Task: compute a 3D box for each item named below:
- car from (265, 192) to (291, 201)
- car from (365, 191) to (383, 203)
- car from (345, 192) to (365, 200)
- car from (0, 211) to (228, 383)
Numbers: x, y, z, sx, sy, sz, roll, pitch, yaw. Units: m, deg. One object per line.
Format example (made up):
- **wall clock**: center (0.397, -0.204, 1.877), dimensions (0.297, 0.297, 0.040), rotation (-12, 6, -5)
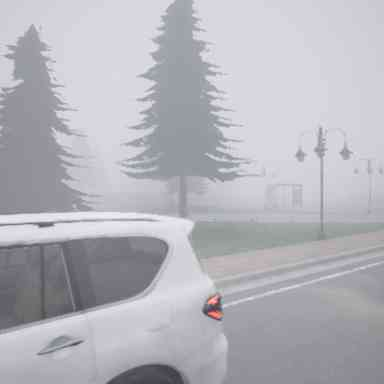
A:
- **car**: center (16.169, 0.915, 64.442), dimensions (2.007, 1.523, 4.514), rotation (-1, 0, -36)
- **car**: center (29.415, 0.935, 51.027), dimensions (1.970, 1.475, 3.806), rotation (-1, 0, -36)
- **car**: center (32.792, 0.765, 66.940), dimensions (1.845, 1.501, 3.633), rotation (-1, 0, -36)
- **car**: center (-2.266, 1.229, 2.387), dimensions (5.566, 2.045, 2.150), rotation (0, 0, -35)
